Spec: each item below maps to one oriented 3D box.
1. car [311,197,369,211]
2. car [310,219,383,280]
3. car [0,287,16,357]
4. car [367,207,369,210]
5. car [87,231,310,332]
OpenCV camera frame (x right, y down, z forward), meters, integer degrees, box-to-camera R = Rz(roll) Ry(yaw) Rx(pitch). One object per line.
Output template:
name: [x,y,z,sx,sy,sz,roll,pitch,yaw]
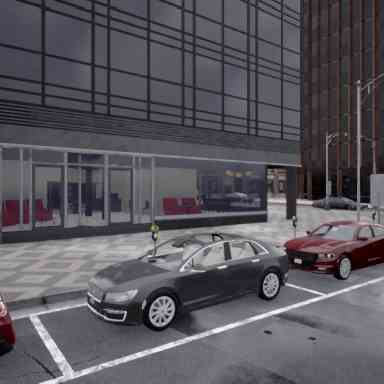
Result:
car: [14.941,1.202,33.803,2.033,1.411,5.357,0,1,-41]
car: [4.575,1.545,9.922,4.507,1.381,1.887,0,0,-36]
car: [-4.306,1.440,3.578,4.097,1.590,1.967,0,0,-36]
car: [9.016,1.441,13.094,4.097,1.590,1.967,0,0,-36]
car: [0.135,1.551,6.750,4.403,1.369,2.008,0,0,-36]
